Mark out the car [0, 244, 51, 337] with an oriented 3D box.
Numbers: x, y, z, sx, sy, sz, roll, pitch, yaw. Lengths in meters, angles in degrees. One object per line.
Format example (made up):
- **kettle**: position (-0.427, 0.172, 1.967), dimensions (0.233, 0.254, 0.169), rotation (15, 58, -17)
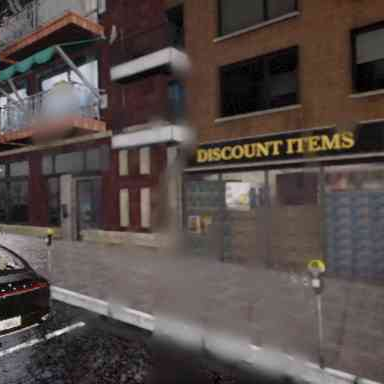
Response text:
- **car**: position (-4.199, 1.518, 5.742), dimensions (4.403, 1.369, 2.008), rotation (0, -1, 36)
